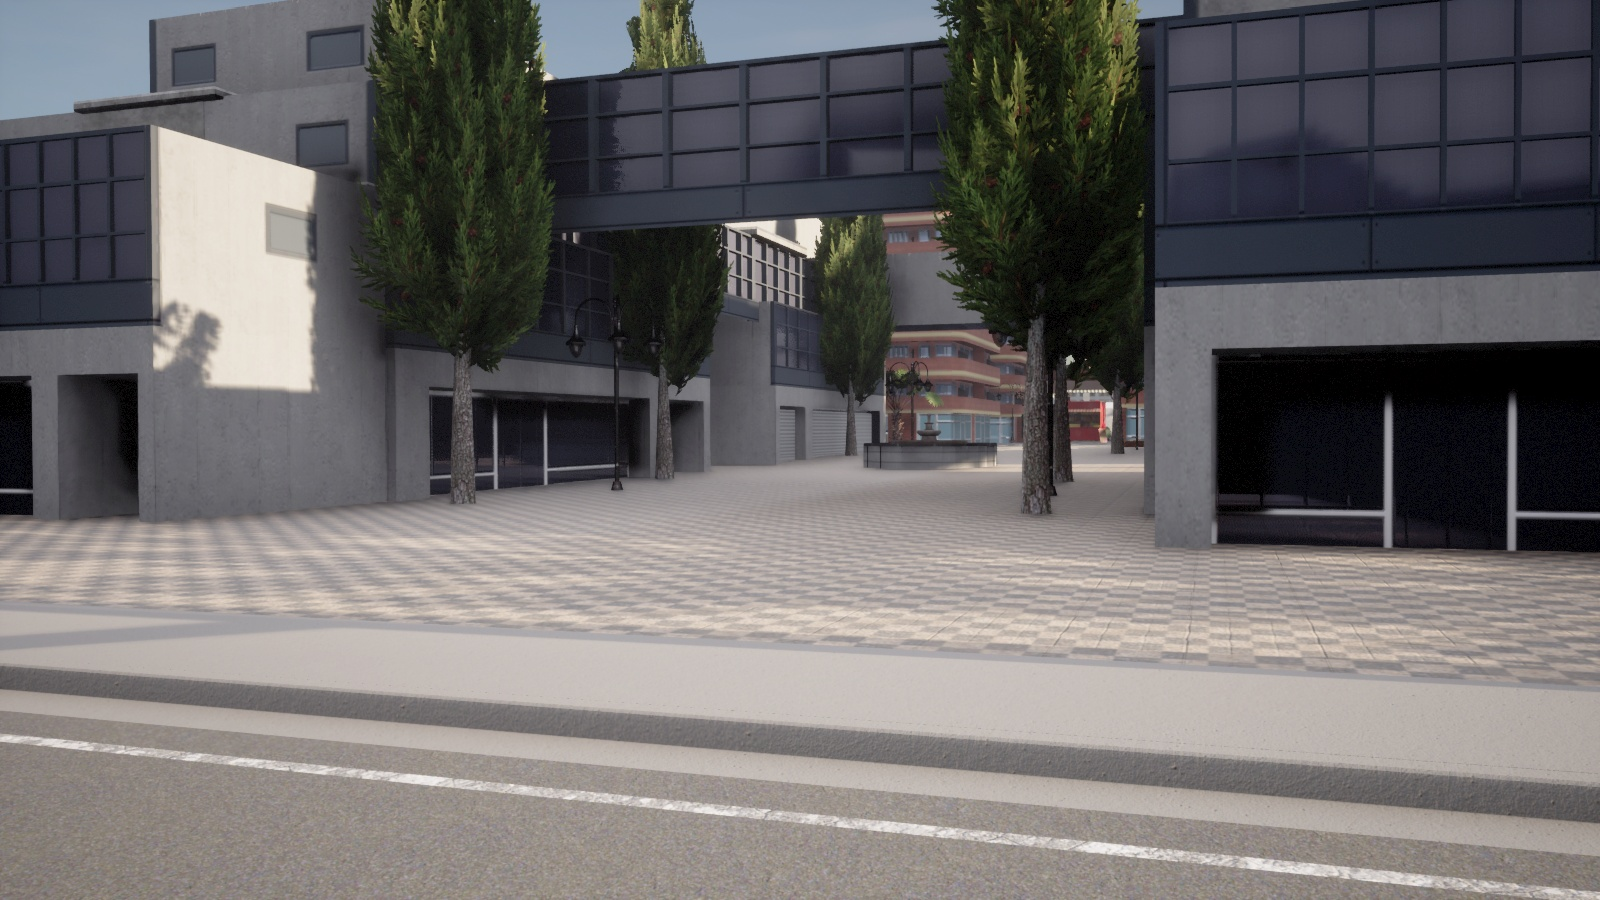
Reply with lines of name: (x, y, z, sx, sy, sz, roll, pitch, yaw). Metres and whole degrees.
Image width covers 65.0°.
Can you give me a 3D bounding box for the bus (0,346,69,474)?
bus: (-28.511, -1.305, 40.473, 3.944, 4.253, 10.273, 0, 1, 0)
